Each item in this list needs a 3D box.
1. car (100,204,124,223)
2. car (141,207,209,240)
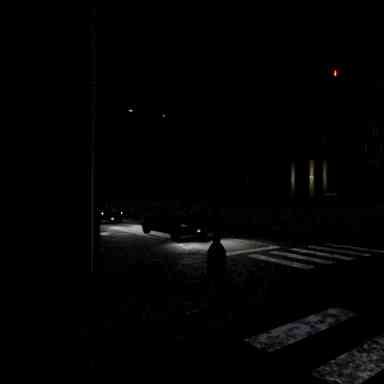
[{"bbox_3d":[-6.970,1.608,25.563,1.895,1.301,4.718,0,0,-36],"label":"car"},{"bbox_3d":[-1.044,1.530,17.353,1.812,1.442,4.674,0,0,-36],"label":"car"}]
